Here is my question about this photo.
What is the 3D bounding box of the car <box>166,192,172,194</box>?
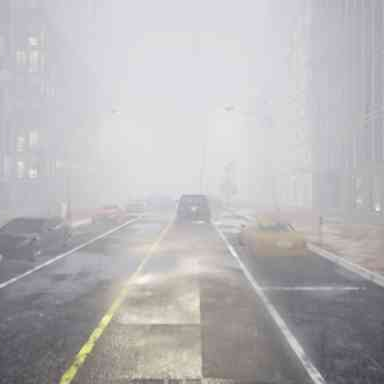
[{"bbox_3d":[-5.641,1.107,74.473,1.967,1.590,4.097,0,0,0],"label":"car"}]

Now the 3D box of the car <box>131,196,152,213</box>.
[{"bbox_3d":[-5.666,1.405,34.629,2.008,1.369,4.403,0,0,0],"label":"car"}]

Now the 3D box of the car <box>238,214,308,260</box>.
[{"bbox_3d":[2.700,1.477,12.013,1.752,1.417,4.829,0,0,0],"label":"car"}]

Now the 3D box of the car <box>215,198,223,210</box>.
[{"bbox_3d":[2.718,1.394,40.304,1.947,1.339,4.313,0,0,0],"label":"car"}]

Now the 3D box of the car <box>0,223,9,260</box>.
[{"bbox_3d":[-5.684,1.526,6.168,2.008,1.369,4.403,0,0,0],"label":"car"}]

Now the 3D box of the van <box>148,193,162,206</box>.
[{"bbox_3d":[-5.655,1.118,51.705,1.690,1.788,3.998,0,0,0],"label":"van"}]

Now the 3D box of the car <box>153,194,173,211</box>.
[{"bbox_3d":[-3.031,1.311,39.055,1.882,1.535,5.008,0,0,1],"label":"car"}]

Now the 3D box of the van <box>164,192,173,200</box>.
[{"bbox_3d":[-5.637,0.980,80.166,1.690,1.788,3.998,0,0,0],"label":"van"}]

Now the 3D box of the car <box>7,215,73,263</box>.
[{"bbox_3d":[-5.681,1.518,11.861,1.947,1.339,4.313,0,0,0],"label":"car"}]

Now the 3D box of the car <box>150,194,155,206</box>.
[{"bbox_3d":[-5.659,1.347,46.014,1.887,1.381,4.507,0,0,0],"label":"car"}]

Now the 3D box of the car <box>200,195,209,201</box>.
[{"bbox_3d":[2.739,1.249,74.455,1.802,1.307,4.206,0,0,0],"label":"car"}]

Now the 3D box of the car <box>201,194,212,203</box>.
[{"bbox_3d":[2.733,1.163,63.070,1.967,1.590,4.097,0,0,0],"label":"car"}]

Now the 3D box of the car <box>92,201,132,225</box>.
[{"bbox_3d":[-5.673,1.486,23.244,1.802,1.307,4.206,0,0,0],"label":"car"}]

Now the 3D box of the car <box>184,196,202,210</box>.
[{"bbox_3d":[0.124,1.315,41.338,2.128,1.511,4.902,0,0,0],"label":"car"}]

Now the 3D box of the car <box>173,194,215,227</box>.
[{"bbox_3d":[0.112,1.129,22.205,2.150,2.045,5.566,0,0,0],"label":"car"}]

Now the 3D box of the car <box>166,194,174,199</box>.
[{"bbox_3d":[-5.634,1.177,85.859,1.947,1.339,4.313,0,0,0],"label":"car"}]
